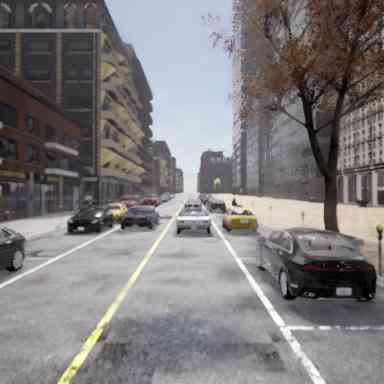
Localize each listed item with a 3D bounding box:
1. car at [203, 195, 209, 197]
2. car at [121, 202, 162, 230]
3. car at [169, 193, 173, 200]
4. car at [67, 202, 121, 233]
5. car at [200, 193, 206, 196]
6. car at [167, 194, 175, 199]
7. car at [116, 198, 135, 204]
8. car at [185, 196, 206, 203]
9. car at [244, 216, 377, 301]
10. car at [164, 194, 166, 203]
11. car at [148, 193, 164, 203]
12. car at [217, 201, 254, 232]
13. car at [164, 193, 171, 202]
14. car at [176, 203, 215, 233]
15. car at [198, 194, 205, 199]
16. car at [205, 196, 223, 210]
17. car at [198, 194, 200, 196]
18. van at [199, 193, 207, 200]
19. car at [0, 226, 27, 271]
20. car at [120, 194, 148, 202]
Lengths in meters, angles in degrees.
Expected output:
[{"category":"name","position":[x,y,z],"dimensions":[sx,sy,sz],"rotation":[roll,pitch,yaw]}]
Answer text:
[{"category":"car","position":[2.681,1.416,41.499],"dimensions":[2.008,1.369,4.403],"rotation":[1,0,0]},{"category":"car","position":[-3.111,1.532,20.455],"dimensions":[1.895,1.301,4.718],"rotation":[0,0,0]},{"category":"car","position":[-5.714,1.331,69.345],"dimensions":[2.008,1.369,4.403],"rotation":[1,0,0]},{"category":"car","position":[-5.689,1.501,19.219],"dimensions":[1.947,1.339,4.313],"rotation":[1,0,0]},{"category":"car","position":[2.676,1.271,52.638],"dimensions":[1.967,1.590,4.097],"rotation":[1,0,0]},{"category":"car","position":[-5.725,1.266,91.622],"dimensions":[2.008,1.369,4.403],"rotation":[1,0,0]},{"category":"car","position":[-5.691,1.443,24.618],"dimensions":[1.752,1.417,4.829],"rotation":[1,0,0]},{"category":"car","position":[0.084,1.436,33.931],"dimensions":[2.033,1.411,5.357],"rotation":[0,0,0]},{"category":"car","position":[2.697,1.523,8.082],"dimensions":[2.008,1.369,4.403],"rotation":[1,0,0]},{"category":"car","position":[-5.706,1.375,52.636],"dimensions":[1.887,1.381,4.507],"rotation":[1,0,0]},{"category":"car","position":[-5.699,1.163,47.065],"dimensions":[2.192,1.841,5.009],"rotation":[1,0,0]},{"category":"car","position":[2.692,1.461,19.392],"dimensions":[1.752,1.417,4.829],"rotation":[1,0,0]},{"category":"car","position":[-5.711,1.363,63.775],"dimensions":[1.947,1.339,4.313],"rotation":[1,0,0]},{"category":"car","position":[0.091,1.537,19.169],"dimensions":[1.895,1.301,4.718],"rotation":[0,0,0]},{"category":"car","position":[2.655,1.297,91.626],"dimensions":[1.802,1.307,4.206],"rotation":[1,0,0]},{"category":"car","position":[2.683,1.433,35.931],"dimensions":[2.008,1.369,4.403],"rotation":[1,0,0]},{"category":"car","position":[2.671,1.237,63.778],"dimensions":[1.967,1.590,4.097],"rotation":[1,0,0]},{"category":"van","position":[2.664,1.089,80.487],"dimensions":[1.690,1.788,3.998],"rotation":[1,0,0]},{"category":"car","position":[-5.683,1.523,8.079],"dimensions":[2.008,1.369,4.403],"rotation":[1,0,0]},{"category":"car","position":[-5.690,1.215,30.357],"dimensions":[2.192,1.841,5.009],"rotation":[1,0,0]}]
